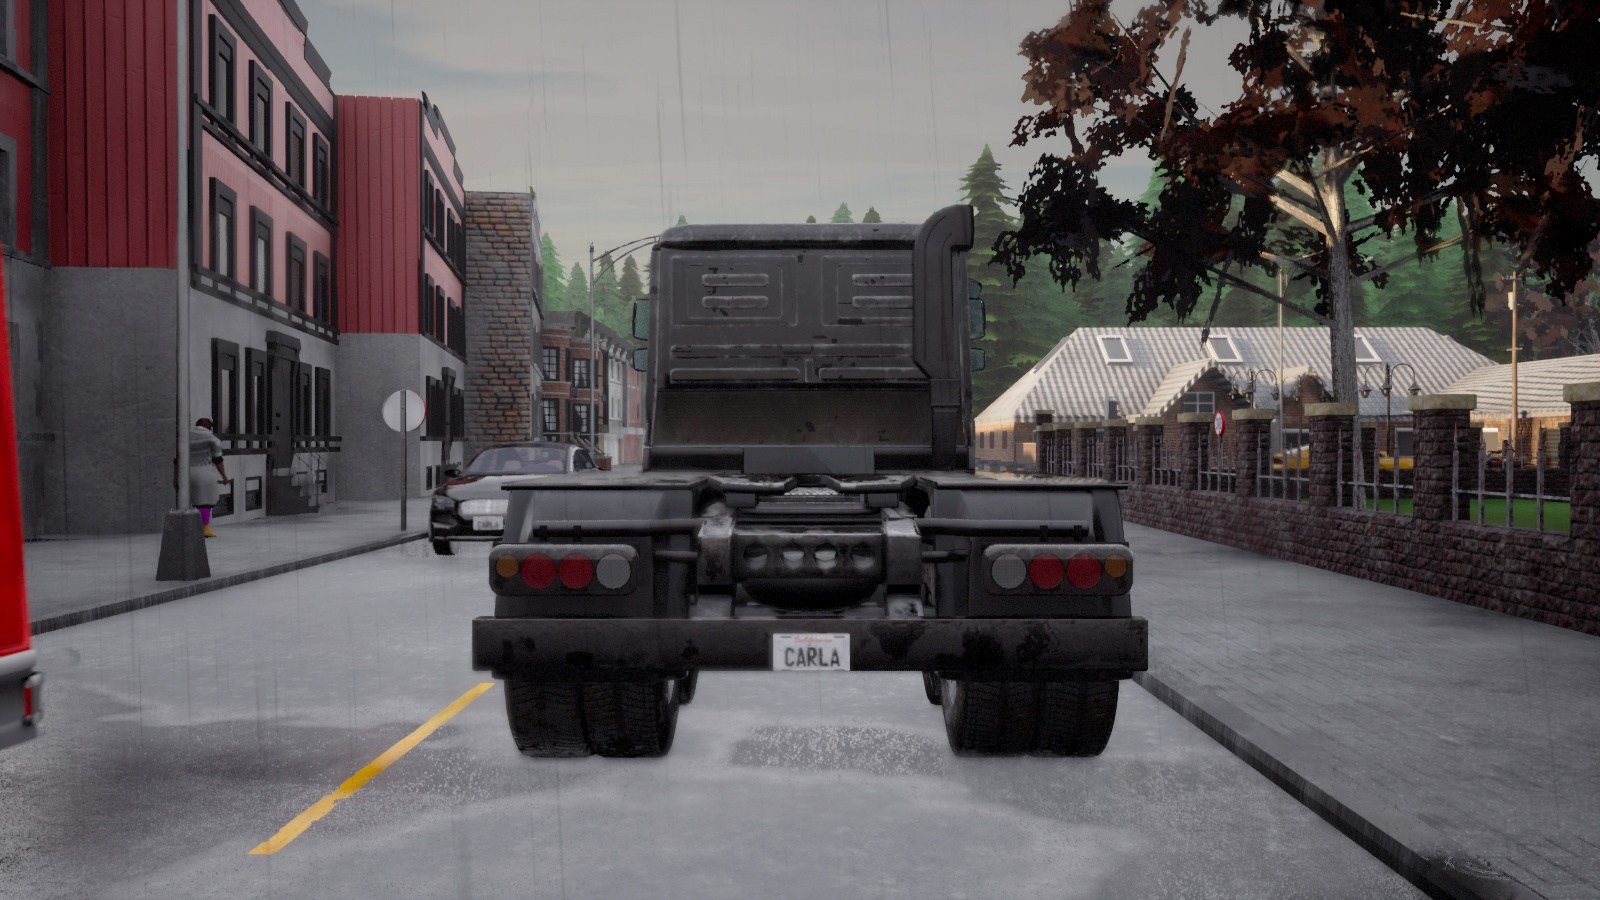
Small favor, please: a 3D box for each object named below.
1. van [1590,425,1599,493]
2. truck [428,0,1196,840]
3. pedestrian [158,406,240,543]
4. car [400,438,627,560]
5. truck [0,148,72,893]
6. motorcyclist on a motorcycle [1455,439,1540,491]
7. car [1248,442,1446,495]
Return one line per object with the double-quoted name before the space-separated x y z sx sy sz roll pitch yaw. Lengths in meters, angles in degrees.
"van" 26.112 0.282 36.942 4.480 2.038 2.069 0 0 -1
"truck" 0.065 -0.284 8.702 2.891 3.462 7.936 0 0 0
"pedestrian" -8.745 0.346 18.301 0.659 1.952 0.873 0 0 15
"car" -3.891 0.598 18.055 2.128 1.511 4.902 0 0 0
"truck" -3.974 0.245 1.964 2.627 2.467 5.204 0 0 0
"motorcyclist on a motorcycle" 22.760 0.484 41.025 2.350 1.649 0.766 0 0 0
"car" 16.047 0.528 36.972 5.008 1.535 1.882 0 0 -1
